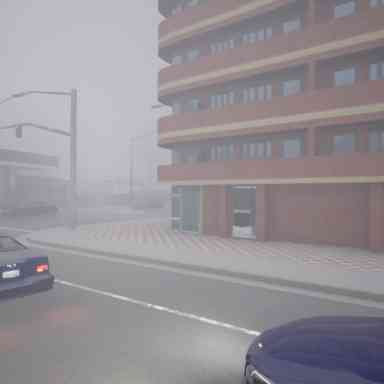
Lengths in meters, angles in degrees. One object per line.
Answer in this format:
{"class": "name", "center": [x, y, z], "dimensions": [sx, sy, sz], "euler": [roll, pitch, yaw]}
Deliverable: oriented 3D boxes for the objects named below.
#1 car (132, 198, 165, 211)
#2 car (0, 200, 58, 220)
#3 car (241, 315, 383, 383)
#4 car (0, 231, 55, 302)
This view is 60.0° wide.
{"class": "car", "center": [-5.297, 1.534, 41.251], "dimensions": [1.837, 1.490, 4.892], "euler": [0, 1, 34]}
{"class": "car", "center": [-13.959, 1.490, 28.524], "dimensions": [2.128, 1.511, 4.902], "euler": [0, 0, 34]}
{"class": "car", "center": [2.581, 1.536, 2.152], "dimensions": [4.674, 1.442, 1.812], "euler": [0, 0, 35]}
{"class": "car", "center": [-5.269, 1.545, 7.650], "dimensions": [5.357, 1.411, 2.033], "euler": [0, 0, 38]}
